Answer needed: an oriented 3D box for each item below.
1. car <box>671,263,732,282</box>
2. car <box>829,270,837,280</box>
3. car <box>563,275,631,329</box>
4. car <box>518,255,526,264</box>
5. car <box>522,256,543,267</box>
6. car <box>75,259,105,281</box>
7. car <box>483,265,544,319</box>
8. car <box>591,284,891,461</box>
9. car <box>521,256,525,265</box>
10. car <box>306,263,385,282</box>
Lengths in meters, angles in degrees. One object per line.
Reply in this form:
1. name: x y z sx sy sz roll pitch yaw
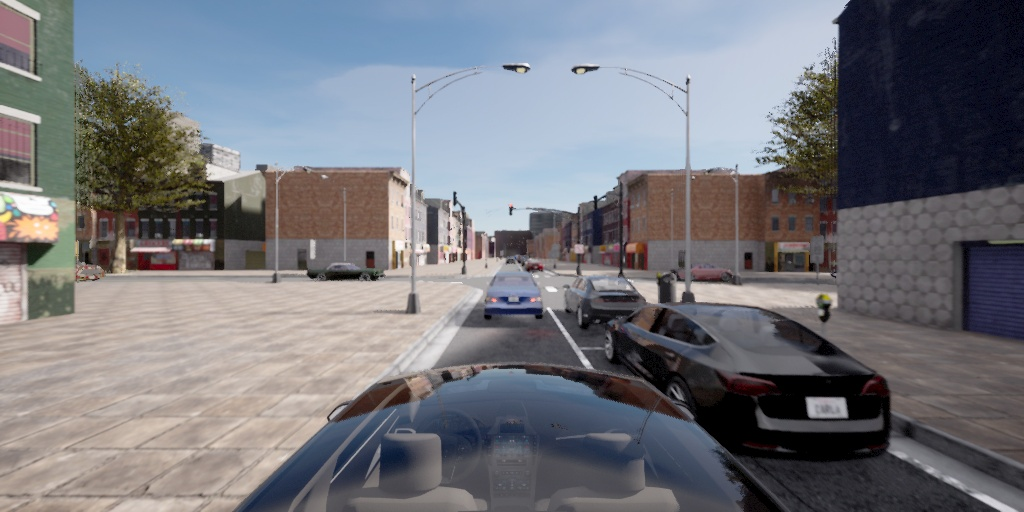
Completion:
1. car: 14.438 1.213 27.545 4.181 1.385 1.994 0 0 0
2. car: 27.410 1.341 27.522 4.718 1.301 1.895 0 0 0
3. car: 2.601 1.230 10.761 2.007 1.370 4.403 0 0 0
4. car: 2.405 0.962 56.827 1.948 1.339 4.313 0 0 0
5. car: 2.477 1.031 39.790 1.888 1.381 4.507 0 0 0
6. car: -31.130 0.876 24.674 4.553 1.767 2.097 0 0 0
7. car: 0.039 1.216 12.365 2.033 1.411 5.357 0 0 0
8. car: 2.625 1.288 5.086 1.948 1.339 4.313 0 0 0
9. car: 2.452 0.979 45.639 1.751 1.417 4.829 0 0 0
10. car: -11.281 1.144 24.634 4.718 1.301 1.895 0 0 0
